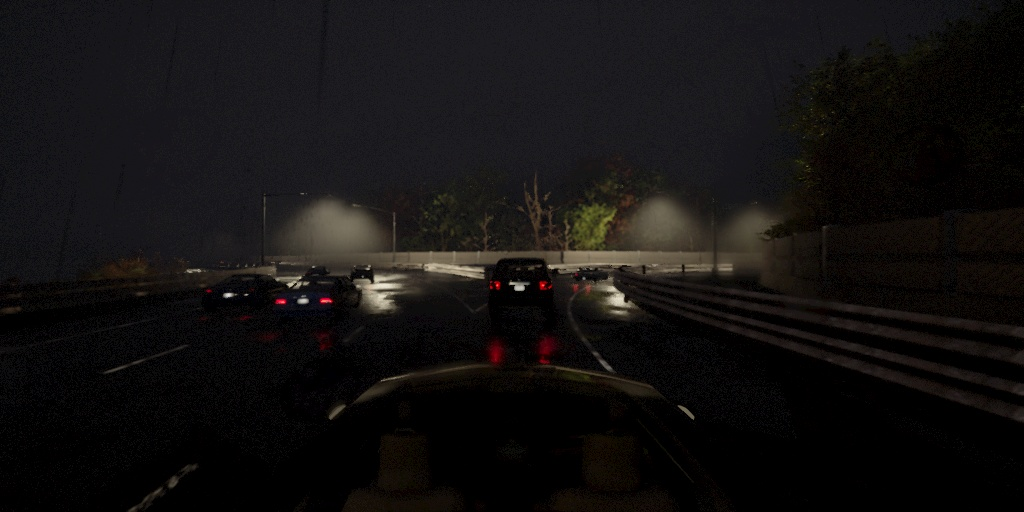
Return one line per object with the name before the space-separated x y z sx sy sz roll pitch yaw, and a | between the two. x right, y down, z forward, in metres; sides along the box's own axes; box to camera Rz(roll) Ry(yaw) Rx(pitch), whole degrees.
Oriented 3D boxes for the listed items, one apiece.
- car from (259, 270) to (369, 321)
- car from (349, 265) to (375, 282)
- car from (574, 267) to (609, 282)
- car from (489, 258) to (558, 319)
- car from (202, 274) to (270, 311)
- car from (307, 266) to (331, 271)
car | -6.745 1.399 12.963 2.033 1.411 5.357 0 -1 -14
car | -13.253 1.512 31.724 2.128 1.511 4.902 0 -1 -24
car | 7.222 1.623 32.206 1.895 1.301 4.718 0 -1 31
car | 0.537 1.079 13.531 2.150 2.045 5.566 0 0 7
car | -11.045 1.437 15.228 1.994 1.385 4.181 0 0 -16
car | -17.723 1.595 32.909 1.994 1.385 4.181 0 -1 -26
